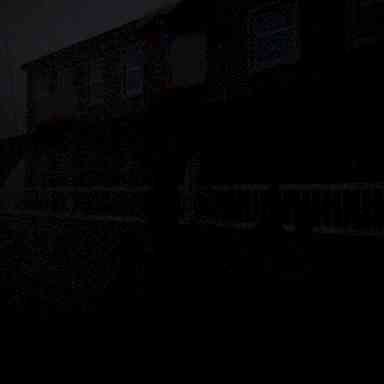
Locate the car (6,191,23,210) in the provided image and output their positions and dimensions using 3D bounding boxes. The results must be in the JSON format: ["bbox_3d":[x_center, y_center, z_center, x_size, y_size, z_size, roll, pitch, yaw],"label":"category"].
[{"bbox_3d":[-15.236,0.769,28.084,2.097,1.767,4.553,0,15,34],"label":"car"}]
